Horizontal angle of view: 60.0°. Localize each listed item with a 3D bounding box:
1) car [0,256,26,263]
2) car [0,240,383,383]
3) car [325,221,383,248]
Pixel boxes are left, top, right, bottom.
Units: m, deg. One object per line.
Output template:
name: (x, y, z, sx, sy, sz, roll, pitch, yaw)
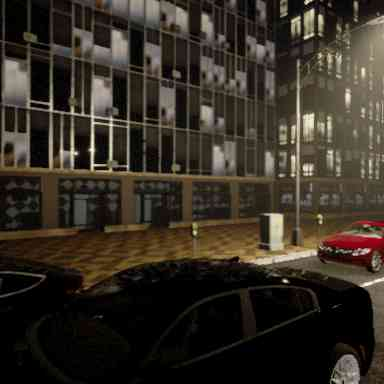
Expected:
car: (-3.487, 1.565, 4.070, 4.313, 1.339, 1.947, 0, 0, -35)
car: (-0.184, 1.481, 3.246, 5.008, 1.535, 1.882, 0, 0, -35)
car: (5.783, 1.600, 10.676, 4.206, 1.307, 1.802, 0, 0, -35)
